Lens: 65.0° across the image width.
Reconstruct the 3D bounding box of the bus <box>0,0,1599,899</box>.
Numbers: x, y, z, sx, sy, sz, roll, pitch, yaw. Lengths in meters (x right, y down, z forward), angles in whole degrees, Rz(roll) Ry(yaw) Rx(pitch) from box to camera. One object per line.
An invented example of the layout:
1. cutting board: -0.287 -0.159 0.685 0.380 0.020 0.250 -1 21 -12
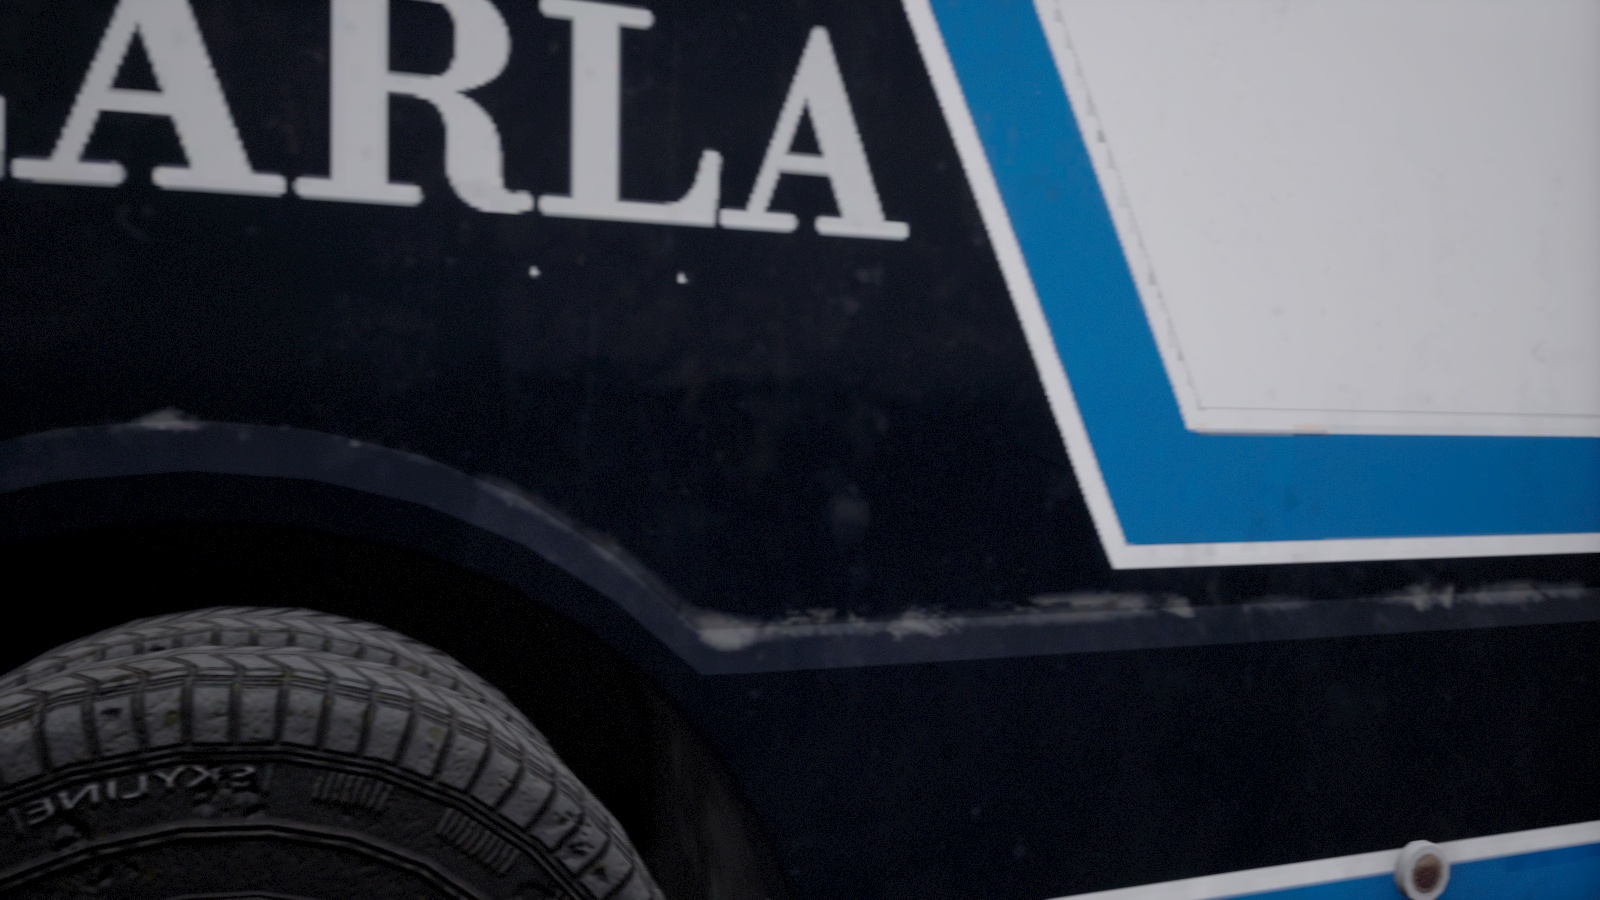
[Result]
1. bus: -3.658 -0.569 1.834 10.273 4.253 3.944 -1 1 -21
